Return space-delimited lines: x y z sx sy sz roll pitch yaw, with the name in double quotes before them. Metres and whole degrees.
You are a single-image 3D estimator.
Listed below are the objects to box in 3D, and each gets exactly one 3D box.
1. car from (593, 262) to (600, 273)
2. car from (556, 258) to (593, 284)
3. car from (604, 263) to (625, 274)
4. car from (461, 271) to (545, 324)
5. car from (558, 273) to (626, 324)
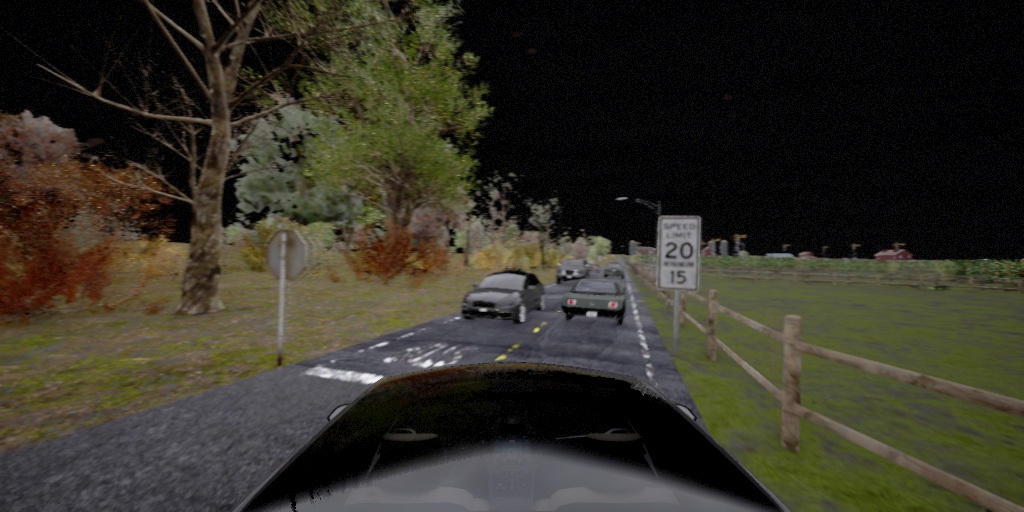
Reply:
"car" 9.748 1.357 43.998 1.994 1.385 4.181 2 0 17
"car" 5.018 1.204 28.950 2.150 2.045 5.566 2 0 17
"car" 11.365 1.543 39.716 2.097 1.767 4.553 2 0 18
"car" -0.097 1.286 12.365 1.837 1.490 4.892 2 0 17
"car" 3.075 1.479 12.823 1.895 1.301 4.718 2 0 18
